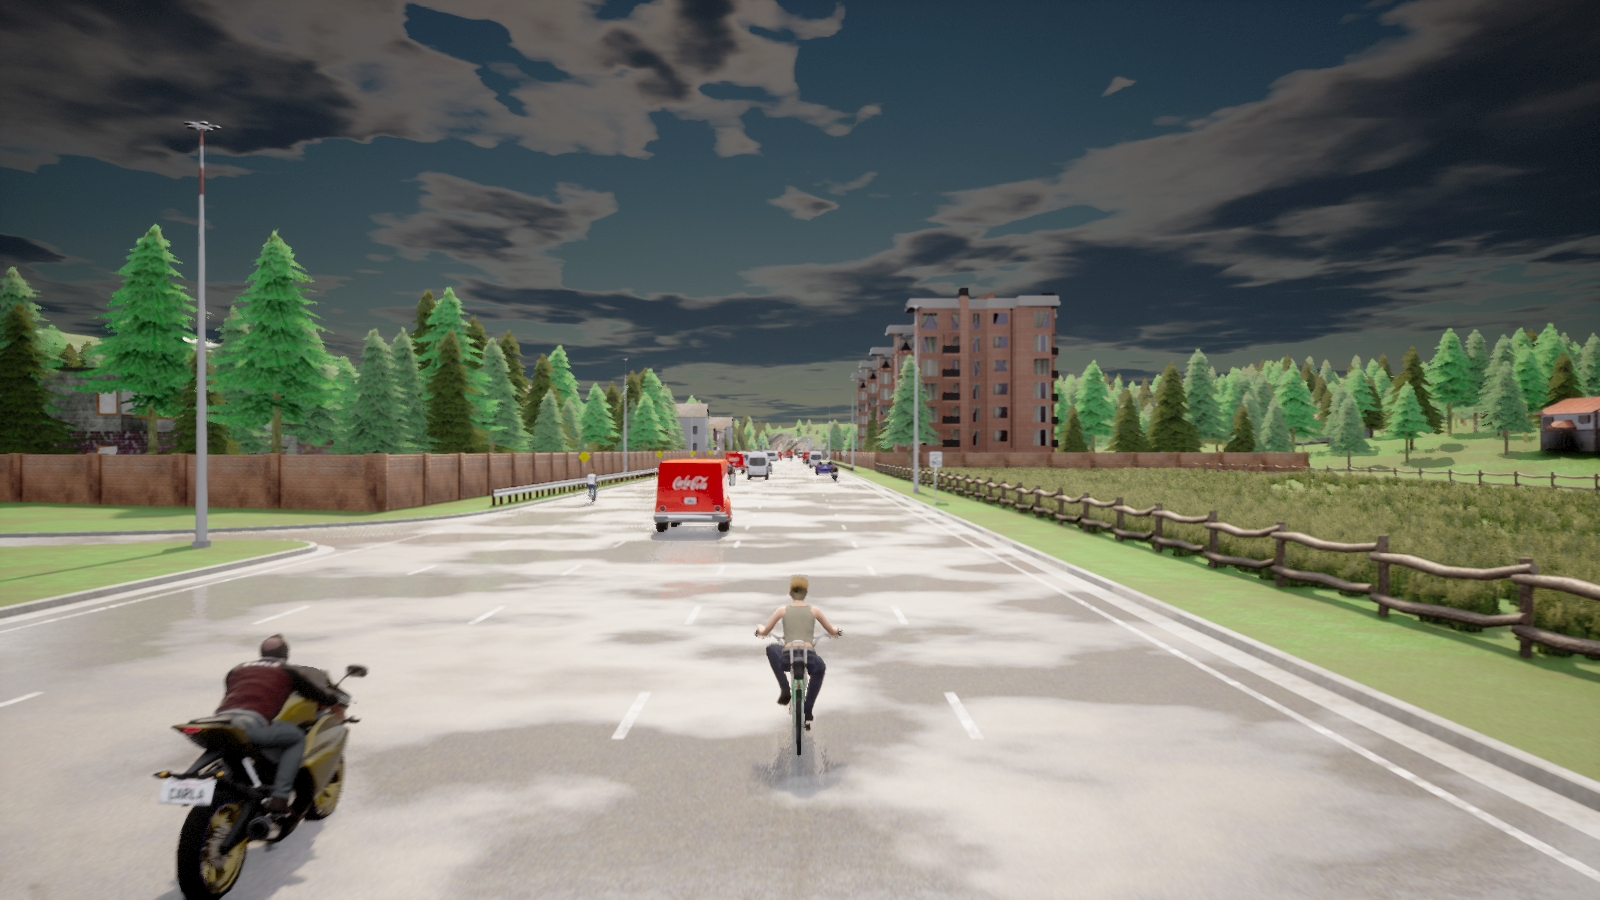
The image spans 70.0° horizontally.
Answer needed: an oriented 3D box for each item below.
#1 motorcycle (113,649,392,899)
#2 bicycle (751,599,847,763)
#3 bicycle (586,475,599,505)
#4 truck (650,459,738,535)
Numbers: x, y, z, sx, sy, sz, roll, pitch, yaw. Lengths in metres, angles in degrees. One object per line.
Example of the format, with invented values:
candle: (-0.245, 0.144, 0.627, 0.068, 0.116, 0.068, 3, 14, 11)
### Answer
motorcycle: (-3.678, 2.205, 7.960, 0.867, 1.251, 2.209, 0, 0, 1)
bicycle: (-0.014, 2.158, 10.938, 0.859, 1.276, 1.487, 0, 0, -1)
bicycle: (-10.717, 2.057, 59.043, 0.373, 1.496, 1.643, 0, 0, 0)
truck: (-3.649, 1.571, 40.404, 2.627, 2.467, 5.204, 0, 0, 0)
